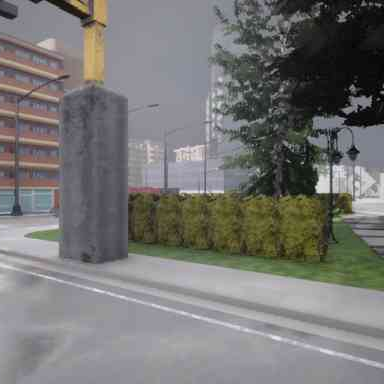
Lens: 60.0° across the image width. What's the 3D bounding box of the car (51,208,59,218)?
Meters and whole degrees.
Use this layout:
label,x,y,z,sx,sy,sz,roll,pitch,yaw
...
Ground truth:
label,x,y,z,sx,sy,sz,roll,pitch,yaw
car,-10.198,1.526,29.817,1.812,1.442,4.674,0,0,35
